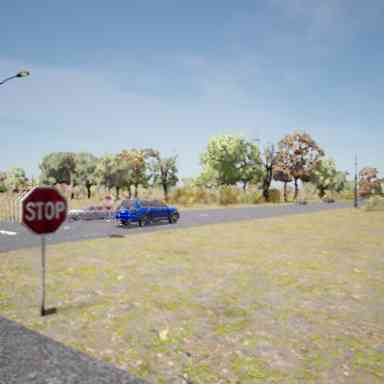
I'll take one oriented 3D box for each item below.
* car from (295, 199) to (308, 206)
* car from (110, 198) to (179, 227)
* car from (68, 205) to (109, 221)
[{"bbox_3d":[25.406,2.409,77.363,2.128,1.511,4.902,1,0,36],"label":"car"},{"bbox_3d":[-3.323,1.506,25.687,2.150,2.045,5.566,1,0,36],"label":"car"},{"bbox_3d":[-9.203,1.814,29.512,1.895,1.301,4.718,1,0,36],"label":"car"}]
